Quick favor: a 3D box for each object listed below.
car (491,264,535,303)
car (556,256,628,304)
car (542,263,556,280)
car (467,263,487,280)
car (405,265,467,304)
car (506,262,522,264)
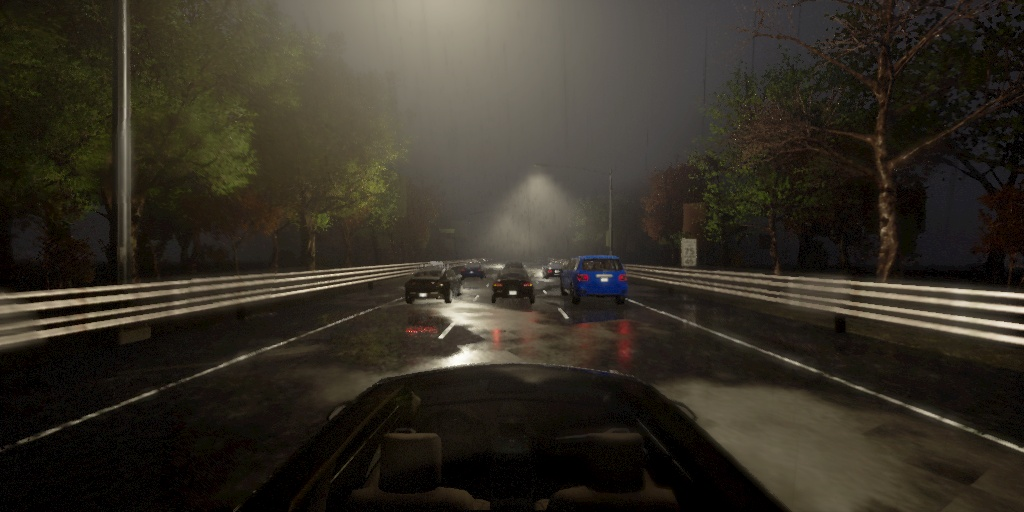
[{"bbox_3d":[0.052,1.279,16.366,1.812,1.442,4.674,0,0,0],"label":"car"},{"bbox_3d":[3.552,1.004,16.372,2.150,2.045,5.566,0,0,0],"label":"car"},{"bbox_3d":[3.708,1.303,31.280,2.033,1.411,5.357,0,0,1],"label":"car"},{"bbox_3d":[-3.292,1.313,31.378,1.994,1.385,4.181,0,0,1],"label":"car"},{"bbox_3d":[-3.448,1.262,16.391,1.837,1.490,4.892,0,0,0],"label":"car"},{"bbox_3d":[0.208,1.225,31.329,1.882,1.535,5.008,0,0,1],"label":"car"}]
